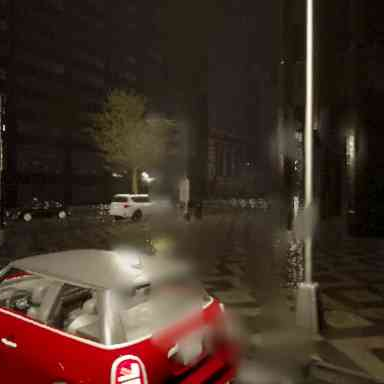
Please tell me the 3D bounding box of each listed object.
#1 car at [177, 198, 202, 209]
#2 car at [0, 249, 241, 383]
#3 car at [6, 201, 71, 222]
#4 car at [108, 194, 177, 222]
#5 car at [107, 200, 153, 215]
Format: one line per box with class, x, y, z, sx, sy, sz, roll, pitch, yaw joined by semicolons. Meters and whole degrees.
car;-0.441;1.453;42.942;1.812;1.442;4.674;0;0;35
car;-1.571;1.442;4.078;4.097;1.590;1.967;0;0;35
car;-12.124;1.476;26.499;1.837;1.490;4.892;0;0;35
car;-3.979;1.210;26.484;2.150;2.045;5.566;0;0;36
car;-6.388;1.550;34.577;1.895;1.301;4.718;0;0;35
